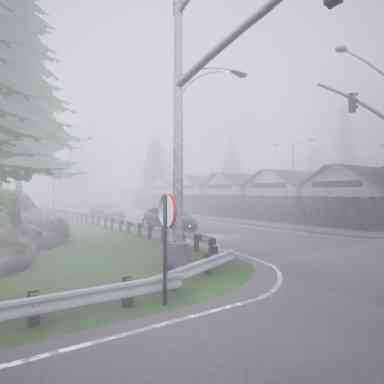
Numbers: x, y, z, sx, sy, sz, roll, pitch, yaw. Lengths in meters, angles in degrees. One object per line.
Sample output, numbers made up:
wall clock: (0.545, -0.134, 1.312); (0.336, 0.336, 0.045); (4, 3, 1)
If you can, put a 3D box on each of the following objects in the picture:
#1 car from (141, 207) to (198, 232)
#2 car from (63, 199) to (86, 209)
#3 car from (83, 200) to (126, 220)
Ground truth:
car: (-1.512, 1.696, 20.984); (1.837, 1.490, 4.892); (0, 0, -35)
car: (-16.488, 1.725, 48.339); (2.033, 1.411, 5.357); (0, 0, 10)
car: (-7.735, 1.739, 29.924); (2.033, 1.411, 5.357); (0, 0, -34)
